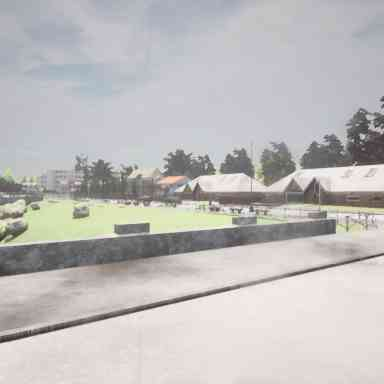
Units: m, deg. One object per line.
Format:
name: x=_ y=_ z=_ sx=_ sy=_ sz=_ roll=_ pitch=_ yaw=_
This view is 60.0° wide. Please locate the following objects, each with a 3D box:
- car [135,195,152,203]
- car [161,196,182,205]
car: x=-10.049 y=1.502 z=68.996 sx=1.837 sy=1.490 sz=4.892 roll=0 pitch=0 yaw=-35
car: x=-3.793 y=1.490 z=60.200 sx=2.128 sy=1.511 sz=4.902 roll=0 pitch=0 yaw=-35
